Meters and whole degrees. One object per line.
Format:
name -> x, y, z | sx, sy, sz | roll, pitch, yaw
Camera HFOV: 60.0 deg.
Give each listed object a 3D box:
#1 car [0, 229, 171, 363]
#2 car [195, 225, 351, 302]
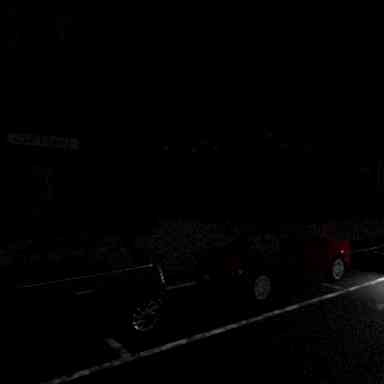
car -> -2.435, 1.442, 5.016 | 4.097, 1.590, 1.967 | 0, 1, -35
car -> 2.144, 1.553, 8.282 | 4.507, 1.381, 1.887 | 0, 1, -35
